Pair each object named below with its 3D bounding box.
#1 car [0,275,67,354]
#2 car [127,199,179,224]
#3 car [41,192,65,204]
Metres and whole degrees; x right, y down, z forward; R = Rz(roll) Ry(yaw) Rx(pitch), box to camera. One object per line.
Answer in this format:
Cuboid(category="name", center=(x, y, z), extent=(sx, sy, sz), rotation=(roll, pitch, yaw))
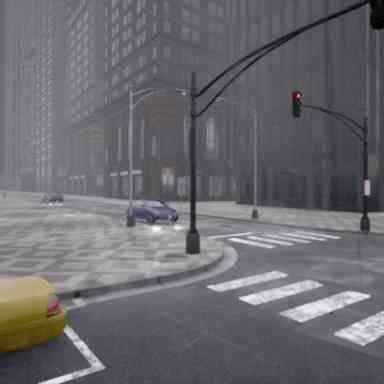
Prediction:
Cuboid(category="car", center=(-4.038, 1.525, 3.764), extent=(4.829, 1.417, 1.752), rotation=(0, 0, -36))
Cuboid(category="car", center=(-2.687, 1.187, 21.795), extent=(1.812, 1.442, 4.674), rotation=(0, 1, -36))
Cuboid(category="car", center=(-18.158, 0.736, 43.236), extent=(2.033, 1.411, 5.357), rotation=(0, 1, -35))
